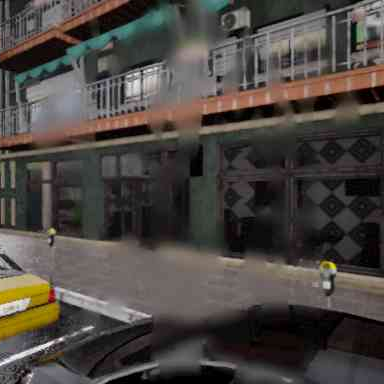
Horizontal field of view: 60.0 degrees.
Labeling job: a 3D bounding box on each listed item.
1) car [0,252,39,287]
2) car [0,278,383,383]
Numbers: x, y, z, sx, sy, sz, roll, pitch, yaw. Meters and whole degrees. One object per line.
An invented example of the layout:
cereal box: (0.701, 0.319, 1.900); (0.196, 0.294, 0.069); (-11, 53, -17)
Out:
car: (-4.275, 1.493, 5.773); (4.829, 1.417, 1.752); (0, 0, 35)
car: (0.497, 1.562, 2.371); (4.313, 1.339, 1.947); (0, 0, 35)
